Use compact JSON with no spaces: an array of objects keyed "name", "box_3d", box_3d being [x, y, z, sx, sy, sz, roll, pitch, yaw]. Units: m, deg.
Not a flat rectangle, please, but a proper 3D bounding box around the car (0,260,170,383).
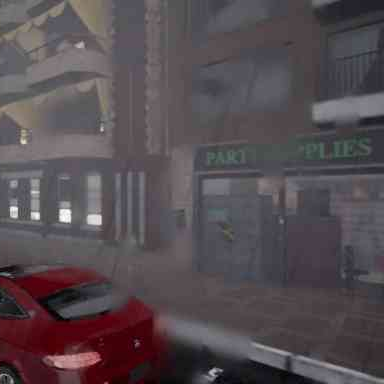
[{"name":"car","box_3d":[-2.194,1.601,4.438,4.206,1.307,1.802,0,0,36]}]
